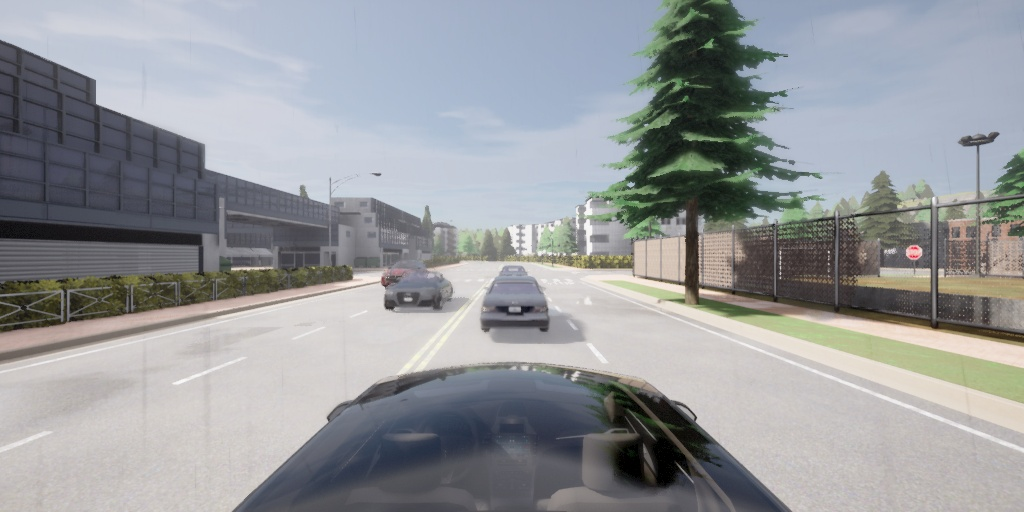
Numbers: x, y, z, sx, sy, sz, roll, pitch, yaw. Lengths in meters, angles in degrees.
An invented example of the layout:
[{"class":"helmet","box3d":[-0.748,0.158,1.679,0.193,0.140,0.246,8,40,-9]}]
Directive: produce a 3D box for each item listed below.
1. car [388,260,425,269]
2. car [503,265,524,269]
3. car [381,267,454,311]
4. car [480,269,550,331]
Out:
[{"class":"car","box3d":[-7.037,1.100,23.966,2.097,1.767,4.553,0,0,0]},{"class":"car","box3d":[0.082,1.297,22.964,2.033,1.411,5.357,0,0,0]},{"class":"car","box3d":[-3.592,1.313,14.409,1.994,1.385,4.181,0,0,0]},{"class":"car","box3d":[0.085,1.297,10.917,2.033,1.411,5.357,0,0,0]}]
